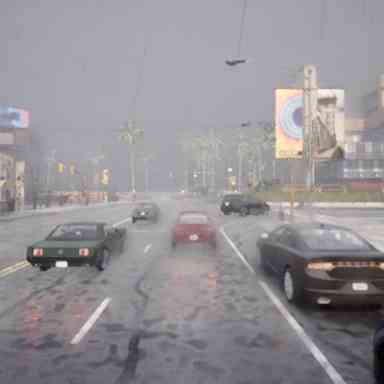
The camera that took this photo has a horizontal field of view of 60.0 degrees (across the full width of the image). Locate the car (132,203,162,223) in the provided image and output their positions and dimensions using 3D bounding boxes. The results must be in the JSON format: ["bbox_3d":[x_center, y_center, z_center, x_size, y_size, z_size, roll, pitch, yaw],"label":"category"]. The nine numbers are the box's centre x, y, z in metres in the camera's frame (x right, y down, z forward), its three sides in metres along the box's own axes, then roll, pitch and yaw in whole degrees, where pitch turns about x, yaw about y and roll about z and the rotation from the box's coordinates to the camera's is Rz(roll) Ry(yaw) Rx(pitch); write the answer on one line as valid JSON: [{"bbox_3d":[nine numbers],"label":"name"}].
[{"bbox_3d":[-3.436,1.572,25.800,2.033,1.411,5.357,0,0,0],"label":"car"}]

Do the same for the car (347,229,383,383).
[{"bbox_3d":[3.039,1.356,1.806,2.185,1.767,4.553,0,0,0],"label":"car"}]

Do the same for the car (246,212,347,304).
[{"bbox_3d":[2.890,1.488,8.231,2.097,1.535,5.008,0,0,0],"label":"car"}]

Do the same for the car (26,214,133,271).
[{"bbox_3d":[-3.414,1.611,10.945,1.895,1.301,4.718,0,0,0],"label":"car"}]

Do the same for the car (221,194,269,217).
[{"bbox_3d":[5.202,1.252,32.525,5.566,2.045,2.150,0,-1,-43],"label":"car"}]

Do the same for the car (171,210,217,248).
[{"bbox_3d":[0.073,1.540,14.753,1.812,1.442,4.674,0,0,0],"label":"car"}]
